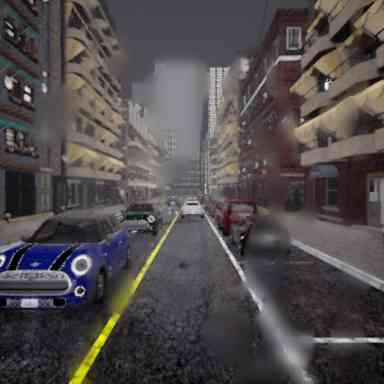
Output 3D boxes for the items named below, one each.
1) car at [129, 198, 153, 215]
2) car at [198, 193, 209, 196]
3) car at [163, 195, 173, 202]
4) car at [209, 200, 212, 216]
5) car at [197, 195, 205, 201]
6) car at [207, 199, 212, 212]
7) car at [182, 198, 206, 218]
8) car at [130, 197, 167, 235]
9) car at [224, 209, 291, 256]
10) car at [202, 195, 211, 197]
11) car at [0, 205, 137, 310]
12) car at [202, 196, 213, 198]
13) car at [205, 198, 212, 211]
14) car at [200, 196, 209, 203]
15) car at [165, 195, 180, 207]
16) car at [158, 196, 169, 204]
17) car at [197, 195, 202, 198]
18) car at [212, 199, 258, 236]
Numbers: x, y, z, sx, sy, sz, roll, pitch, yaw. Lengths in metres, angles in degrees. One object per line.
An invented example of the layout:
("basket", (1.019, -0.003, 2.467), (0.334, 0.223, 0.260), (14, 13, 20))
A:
("car", (-5.344, 1.455, 35.251), (1.967, 1.590, 4.097), (-1, 0, 0))
("car", (2.522, 1.336, 57.473), (2.192, 1.841, 5.009), (-1, 0, 0))
("car", (-5.366, 1.465, 74.095), (1.967, 1.590, 4.097), (-1, 0, 0))
("car", (2.543, 1.562, 24.179), (2.008, 1.369, 4.403), (-1, 0, 0))
("car", (2.181, 1.552, 83.911), (1.812, 1.442, 4.674), (0, 0, 0))
("car", (2.541, 1.595, 29.728), (1.802, 1.307, 4.206), (-1, 0, 0))
("car", (0.071, 1.539, 30.368), (1.812, 1.442, 4.674), (0, 0, 0))
("car", (-2.825, 1.360, 18.695), (2.097, 1.767, 4.553), (0, 0, 0))
("car", (2.549, 1.572, 13.081), (1.947, 1.339, 4.313), (-1, 0, 0))
("car", (2.531, 1.568, 46.375), (2.008, 1.369, 4.403), (-1, 0, 0))
("car", (-2.846, 1.355, 8.082), (2.097, 1.767, 4.553), (0, 0, 0))
("car", (2.534, 1.582, 40.826), (1.947, 1.339, 4.313), (-1, 0, 0))
("car", (2.538, 1.597, 35.277), (1.802, 1.307, 4.206), (-1, 0, 0))
("car", (2.519, 1.549, 68.741), (1.752, 1.417, 4.829), (-1, 0, 0))
("car", (-2.847, 1.512, 51.711), (2.128, 1.511, 4.902), (0, 0, 0))
("car", (-5.358, 1.548, 62.827), (1.752, 1.417, 4.829), (-1, 0, 0))
("car", (0.064, 1.543, 44.551), (1.812, 1.442, 4.674), (0, 0, 0))
("car", (2.543, 1.324, 18.630), (2.192, 1.841, 5.009), (-1, 0, 0))
